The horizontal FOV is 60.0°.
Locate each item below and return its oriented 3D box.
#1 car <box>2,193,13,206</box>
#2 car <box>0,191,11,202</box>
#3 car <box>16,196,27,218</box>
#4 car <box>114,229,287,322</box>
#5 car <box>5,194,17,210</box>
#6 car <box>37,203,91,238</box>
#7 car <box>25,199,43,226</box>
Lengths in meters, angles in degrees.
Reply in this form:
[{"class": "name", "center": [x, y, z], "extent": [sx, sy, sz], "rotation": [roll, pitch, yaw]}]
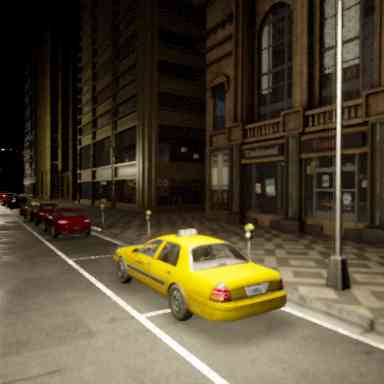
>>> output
[{"class": "car", "center": [-21.364, 1.114, 40.098], "extent": [1.887, 1.381, 4.507], "rotation": [0, 1, -33]}, {"class": "car", "center": [-24.394, 0.957, 44.828], "extent": [1.967, 1.590, 4.097], "rotation": [0, 1, -33]}, {"class": "car", "center": [-12.363, 1.248, 26.048], "extent": [1.752, 1.417, 4.829], "rotation": [0, 1, -33]}, {"class": "car", "center": [-0.240, 1.465, 7.124], "extent": [1.752, 1.417, 4.829], "rotation": [0, 1, -33]}, {"class": "car", "center": [-18.334, 1.186, 35.367], "extent": [1.947, 1.339, 4.313], "rotation": [0, 1, -33]}, {"class": "car", "center": [-6.211, 1.414, 16.443], "extent": [1.802, 1.307, 4.206], "rotation": [0, 1, -33]}, {"class": "car", "center": [-9.241, 1.360, 21.174], "extent": [1.802, 1.307, 4.206], "rotation": [0, 1, -33]}]
